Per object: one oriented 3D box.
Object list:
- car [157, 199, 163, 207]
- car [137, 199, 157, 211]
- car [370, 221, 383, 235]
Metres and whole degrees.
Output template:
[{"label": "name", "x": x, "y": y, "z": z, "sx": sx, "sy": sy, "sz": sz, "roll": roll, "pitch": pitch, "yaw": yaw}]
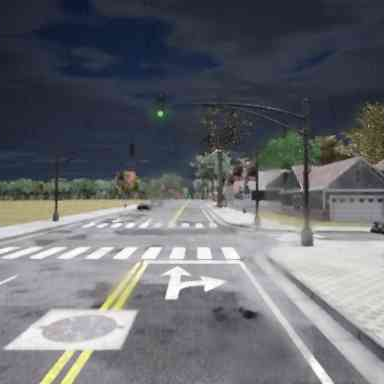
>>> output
[{"label": "car", "x": -6.481, "y": 2.086, "z": 62.864, "sx": 2.128, "sy": 1.511, "sz": 4.902, "roll": 0, "pitch": 0, "yaw": 0}, {"label": "car", "x": -6.560, "y": 2.017, "z": 46.818, "sx": 1.895, "sy": 1.301, "sz": 4.718, "roll": 0, "pitch": 0, "yaw": 0}, {"label": "car", "x": 12.486, "y": 1.892, "z": 17.740, "sx": 5.357, "sy": 1.411, "sz": 2.033, "roll": 1, "pitch": -2, "yaw": -2}]
